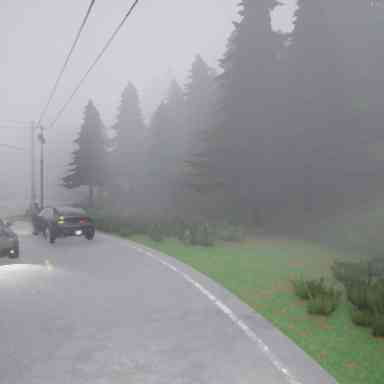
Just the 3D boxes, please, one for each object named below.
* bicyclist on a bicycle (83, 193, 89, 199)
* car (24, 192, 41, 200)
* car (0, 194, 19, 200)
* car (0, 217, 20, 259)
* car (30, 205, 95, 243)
[{"bbox_3d":[-13.401,0.995,41.675,1.656,1.620,0.582,-4,1,-9],"label":"bicyclist on a bicycle"},{"bbox_3d":[-30.648,0.782,64.171,2.097,1.767,4.553,-1,1,-45],"label":"car"},{"bbox_3d":[-38.770,0.976,69.974,4.718,1.301,1.895,0,1,25],"label":"car"},{"bbox_3d":[-7.133,1.468,11.231,1.994,1.385,4.181,0,1,-35],"label":"car"},{"bbox_3d":[-6.078,1.372,15.391,1.837,1.490,4.892,0,0,-38],"label":"car"}]
